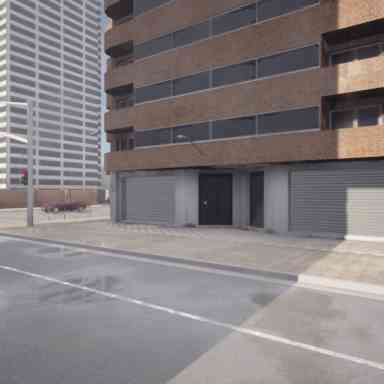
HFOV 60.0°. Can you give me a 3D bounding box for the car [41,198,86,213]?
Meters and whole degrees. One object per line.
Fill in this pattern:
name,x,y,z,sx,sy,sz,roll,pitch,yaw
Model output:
car,-14.151,1.477,36.930,1.882,1.535,5.008,0,0,35
